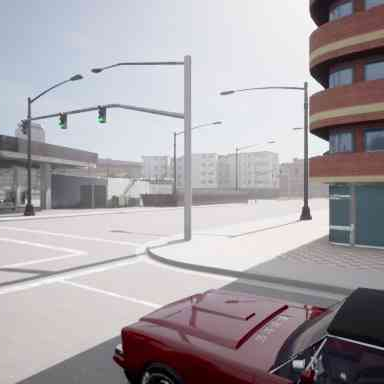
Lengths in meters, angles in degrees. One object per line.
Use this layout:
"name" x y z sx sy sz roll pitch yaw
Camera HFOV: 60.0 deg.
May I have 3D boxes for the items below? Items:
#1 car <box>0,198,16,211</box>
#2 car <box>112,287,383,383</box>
"car" -22.368 1.456 38.855 3.806 1.475 1.970 0 0 36
"car" 1.498 1.601 2.905 4.718 1.301 1.895 0 0 36
